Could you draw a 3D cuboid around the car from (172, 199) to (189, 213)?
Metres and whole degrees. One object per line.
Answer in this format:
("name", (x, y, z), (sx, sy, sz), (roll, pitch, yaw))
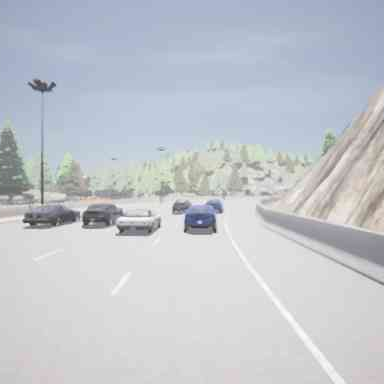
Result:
("car", (-0.984, 1.584, 37.727), (2.128, 1.511, 4.902), (0, 0, 9))

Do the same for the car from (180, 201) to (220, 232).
("car", (0.590, 1.528, 20.665), (1.882, 1.535, 5.008), (0, 0, 4))

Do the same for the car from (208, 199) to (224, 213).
("car", (2.632, 1.570, 38.151), (1.882, 1.535, 5.008), (0, 0, 9))

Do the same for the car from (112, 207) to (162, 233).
("car", (-2.988, 1.651, 19.815), (1.895, 1.301, 4.718), (0, 0, 3))

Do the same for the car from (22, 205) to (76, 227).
("car", (-9.750, 1.610, 23.570), (2.033, 1.411, 5.357), (0, 0, 5))

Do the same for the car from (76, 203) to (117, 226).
("car", (-6.194, 1.566, 23.709), (1.837, 1.490, 4.892), (0, 0, 4))
